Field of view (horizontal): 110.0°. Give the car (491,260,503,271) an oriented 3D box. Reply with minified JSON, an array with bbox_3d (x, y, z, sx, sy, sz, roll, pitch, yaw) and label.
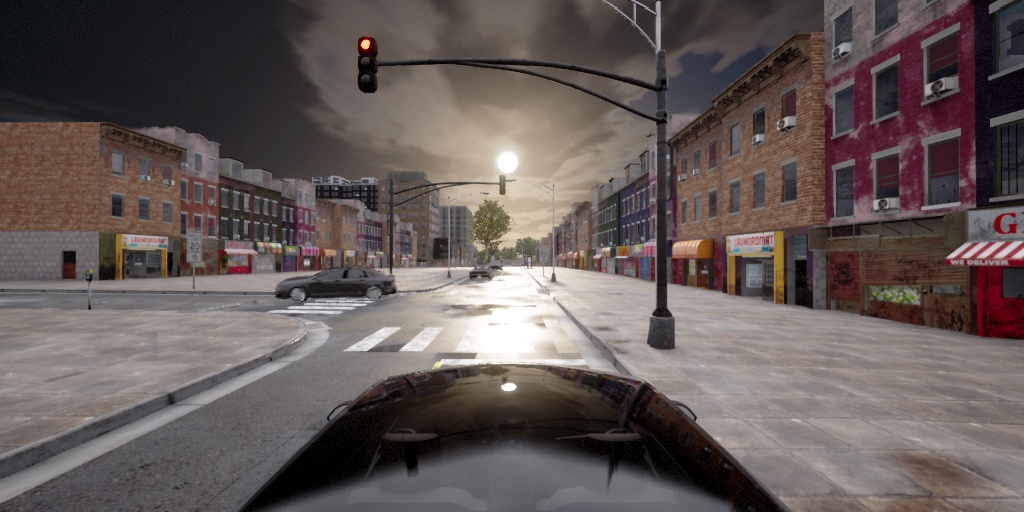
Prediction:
[{"bbox_3d":[-2.585,1.403,56.243,2.097,1.767,4.553,0,-1,1],"label":"car"}]

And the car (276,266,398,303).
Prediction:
[{"bbox_3d":[-7.673,1.220,16.063,4.892,1.490,1.837,1,3,-22],"label":"car"}]

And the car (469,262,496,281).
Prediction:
[{"bbox_3d":[-2.727,1.471,32.258,1.895,1.301,4.718,0,0,0],"label":"car"}]
